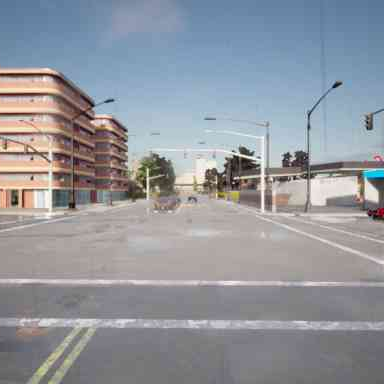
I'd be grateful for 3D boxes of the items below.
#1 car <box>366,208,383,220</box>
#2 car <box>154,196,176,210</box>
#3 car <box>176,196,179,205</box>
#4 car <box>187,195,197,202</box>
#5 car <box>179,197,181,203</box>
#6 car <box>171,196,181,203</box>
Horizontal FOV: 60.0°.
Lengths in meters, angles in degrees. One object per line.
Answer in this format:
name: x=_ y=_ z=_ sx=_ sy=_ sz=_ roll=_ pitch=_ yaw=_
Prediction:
car: x=16.564 y=1.601 z=26.430 sx=4.718 sy=1.301 sz=1.895 roll=0 pitch=0 yaw=1
car: x=-3.540 y=1.351 z=42.267 sx=2.097 sy=1.767 sz=4.553 roll=0 pitch=0 yaw=0
car: x=-3.530 y=1.601 z=51.648 sx=1.895 sy=1.301 sz=4.718 roll=0 pitch=0 yaw=0
car: x=0.077 y=1.339 z=70.824 sx=1.812 sy=1.442 sz=4.674 roll=0 pitch=0 yaw=0
car: x=-3.499 y=1.505 z=60.816 sx=1.837 sy=1.490 sz=4.892 roll=0 pitch=0 yaw=0
car: x=-3.423 y=1.595 z=70.779 sx=1.895 sy=1.301 sz=4.718 roll=0 pitch=0 yaw=0
